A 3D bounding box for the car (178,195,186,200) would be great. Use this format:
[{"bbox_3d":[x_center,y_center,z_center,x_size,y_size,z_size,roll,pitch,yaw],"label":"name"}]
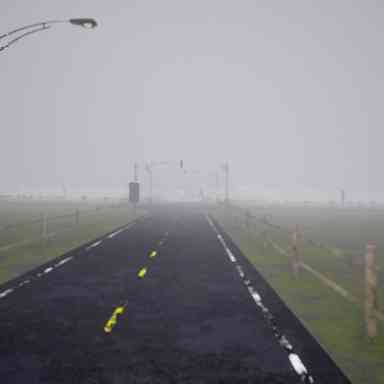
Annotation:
[{"bbox_3d":[-2.674,1.492,88.928,1.812,1.442,4.674,0,0,0],"label":"car"}]
